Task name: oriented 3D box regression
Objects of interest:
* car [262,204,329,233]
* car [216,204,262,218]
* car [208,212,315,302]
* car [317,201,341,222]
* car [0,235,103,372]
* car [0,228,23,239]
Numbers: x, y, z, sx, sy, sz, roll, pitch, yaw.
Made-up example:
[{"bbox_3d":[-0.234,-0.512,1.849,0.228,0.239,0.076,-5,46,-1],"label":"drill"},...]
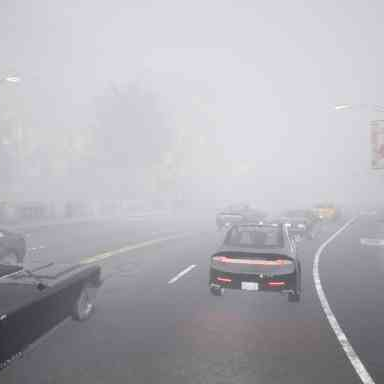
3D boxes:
[{"bbox_3d":[5.559,1.547,17.320,2.033,1.411,5.357,0,0,29],"label":"car"},{"bbox_3d":[3.069,1.492,19.856,2.128,1.511,4.902,0,0,29],"label":"car"},{"bbox_3d":[1.695,1.492,8.368,2.128,1.511,4.902,0,0,15],"label":"car"},{"bbox_3d":[10.584,1.456,26.274,1.801,1.575,5.366,0,0,30],"label":"car"},{"bbox_3d":[-2.949,1.601,4.435,1.895,1.301,4.718,0,0,9],"label":"car"},{"bbox_3d":[-5.953,1.491,7.453,2.128,1.511,4.902,0,0,13],"label":"car"}]
